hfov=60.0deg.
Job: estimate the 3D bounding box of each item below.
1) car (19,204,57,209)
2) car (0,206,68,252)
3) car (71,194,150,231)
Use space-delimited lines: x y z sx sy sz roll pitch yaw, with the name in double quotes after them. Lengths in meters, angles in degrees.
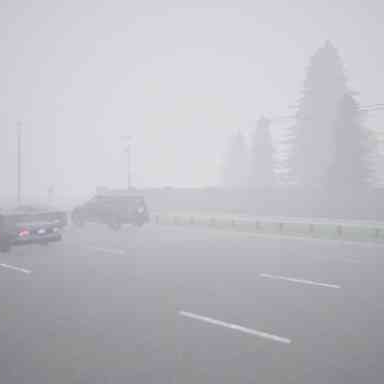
-9.222 1.407 19.153 5.008 1.535 1.882 0 0 35 "car"
-7.575 1.495 13.684 5.357 1.411 2.033 0 0 35 "car"
-5.104 1.161 20.516 5.566 2.045 2.150 0 0 35 "car"
